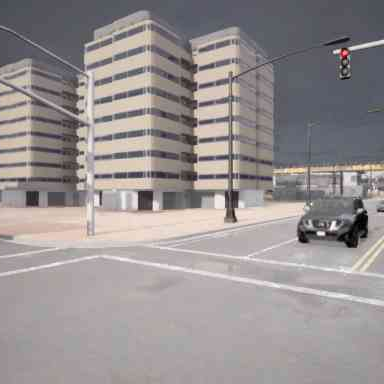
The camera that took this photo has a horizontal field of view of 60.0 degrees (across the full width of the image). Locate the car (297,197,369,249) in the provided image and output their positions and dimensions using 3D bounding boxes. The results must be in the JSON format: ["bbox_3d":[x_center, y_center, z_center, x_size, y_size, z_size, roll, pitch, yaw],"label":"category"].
[{"bbox_3d":[6.587,1.250,15.162,2.150,2.045,5.566,0,0,35],"label":"car"}]

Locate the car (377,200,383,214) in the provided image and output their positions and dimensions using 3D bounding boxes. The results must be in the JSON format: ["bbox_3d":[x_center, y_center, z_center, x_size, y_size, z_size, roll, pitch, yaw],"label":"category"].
[{"bbox_3d":[21.105,1.540,35.676,2.033,1.411,5.357,0,0,35],"label":"car"}]
